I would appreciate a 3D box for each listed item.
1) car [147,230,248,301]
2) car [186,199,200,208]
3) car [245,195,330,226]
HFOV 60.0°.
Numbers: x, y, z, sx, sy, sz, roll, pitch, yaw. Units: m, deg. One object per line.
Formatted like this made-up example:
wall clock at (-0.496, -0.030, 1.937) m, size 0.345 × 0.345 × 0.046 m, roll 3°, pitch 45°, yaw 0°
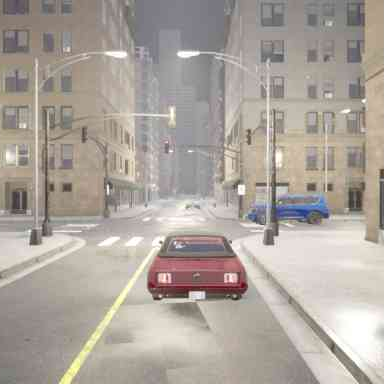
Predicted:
car at (0.090, 1.601, 8.304) m, size 1.895 × 1.301 × 4.718 m, roll 0°, pitch 0°, yaw 0°
car at (0.127, 1.597, 46.570) m, size 1.895 × 1.301 × 4.718 m, roll 0°, pitch 0°, yaw 0°
car at (6.428, 1.201, 22.635) m, size 5.566 × 2.045 × 2.150 m, roll 0°, pitch 0°, yaw -4°
